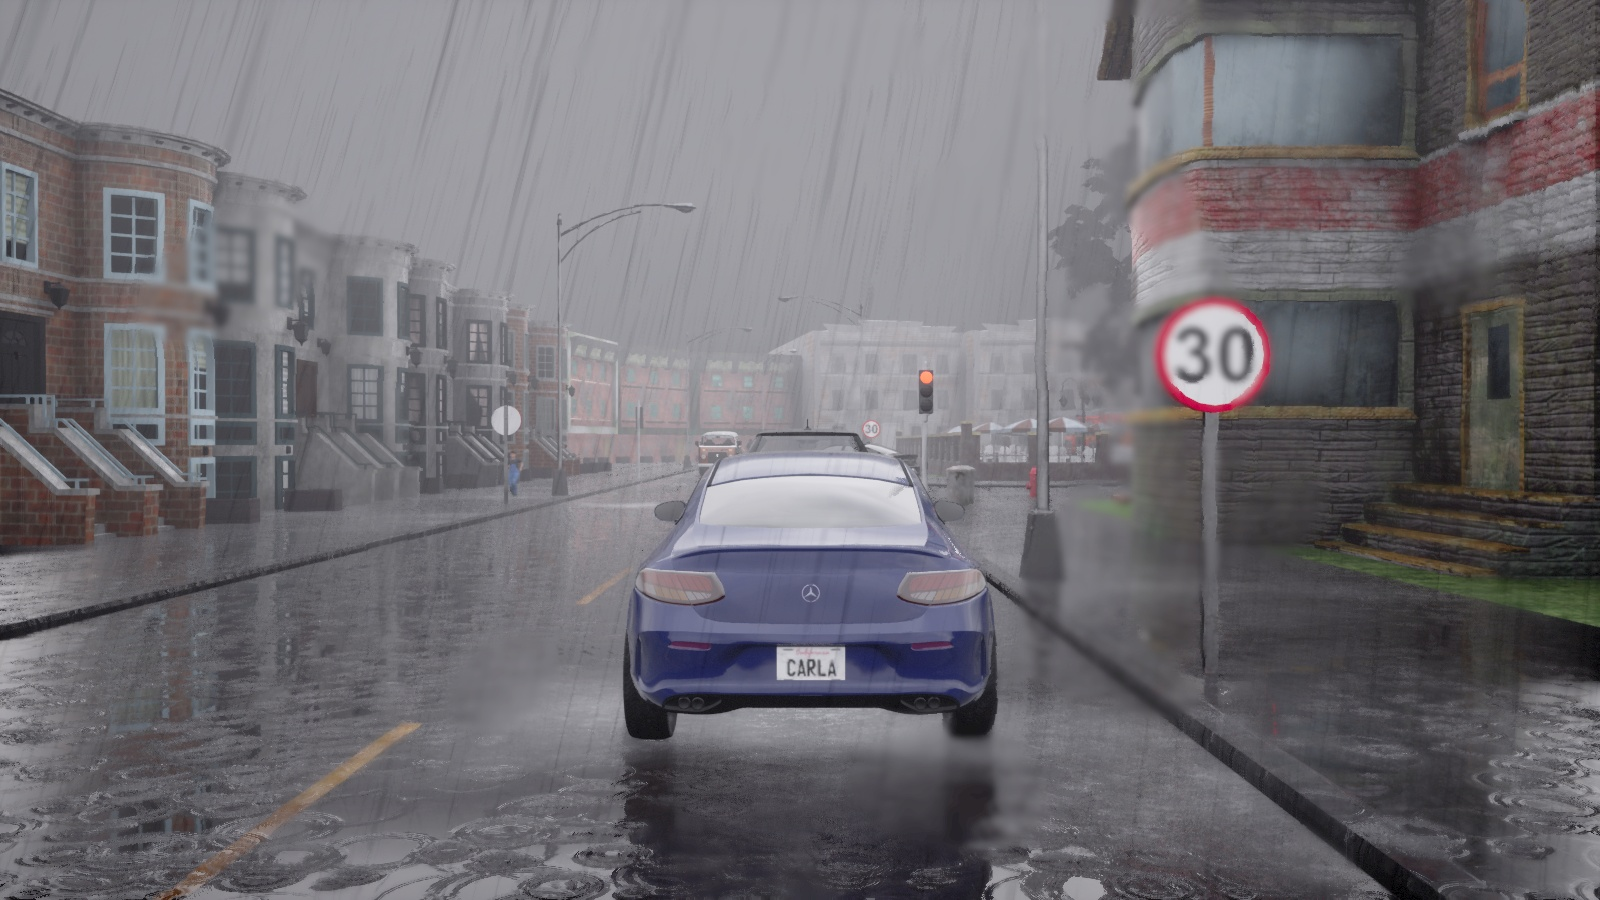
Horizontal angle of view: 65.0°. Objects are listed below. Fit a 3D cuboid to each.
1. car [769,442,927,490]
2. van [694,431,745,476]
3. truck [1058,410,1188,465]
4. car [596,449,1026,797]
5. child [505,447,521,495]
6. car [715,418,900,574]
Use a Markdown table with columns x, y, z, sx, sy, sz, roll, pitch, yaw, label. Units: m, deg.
| x | y | z | sx | sy | sz | roll | pitch | yaw | label |
| --- | --- | --- | --- | --- | --- | --- | --- | --- | --- |
| 1.560 | 0.490 | 41.627 | 5.008 | 1.535 | 1.882 | 0 | 0 | 35 | car |
| -3.687 | 0.138 | 58.264 | 2.069 | 2.038 | 4.480 | 0 | 0 | 0 | van |
| 22.841 | -0.902 | 89.073 | 8.468 | 3.827 | 2.891 | 0 | 0 | 0 | truck |
| 0.058 | 0.729 | 7.638 | 1.812 | 1.442 | 4.674 | 0 | 0 | 0 | car |
| -7.480 | 0.545 | 32.746 | 0.270 | 1.263 | 0.437 | 0 | 0 | 6 | child |
| 0.102 | 0.512 | 16.547 | 2.097 | 1.767 | 4.553 | 0 | 0 | 0 | car |
